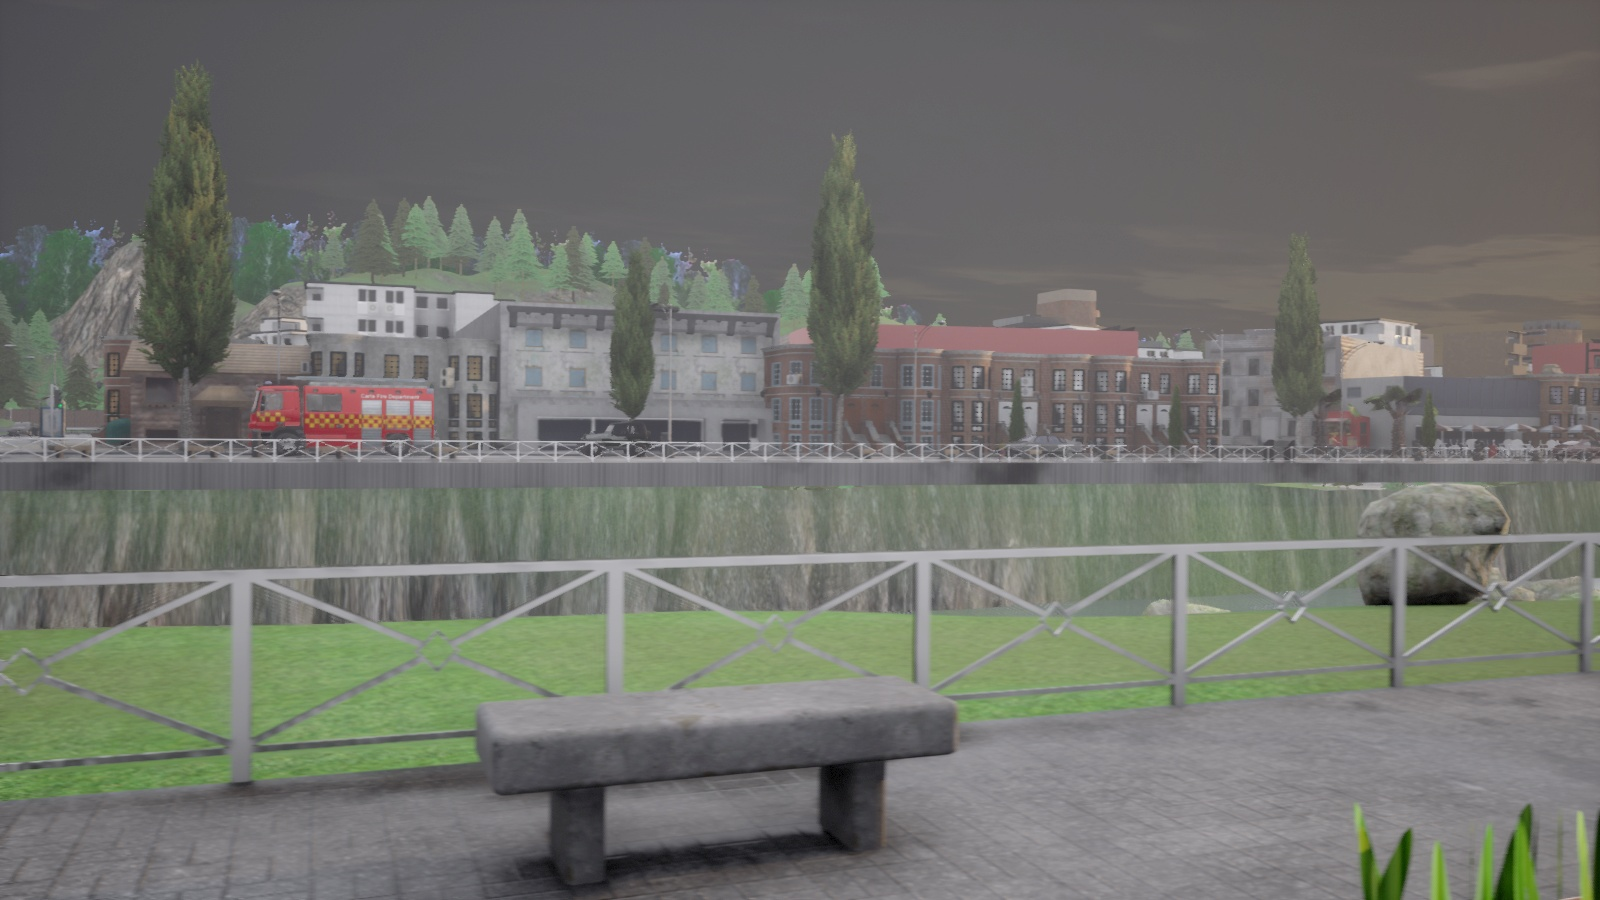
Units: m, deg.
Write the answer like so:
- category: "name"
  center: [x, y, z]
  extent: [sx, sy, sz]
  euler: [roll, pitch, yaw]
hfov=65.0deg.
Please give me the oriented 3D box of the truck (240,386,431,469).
- category: "truck"
  center: [-22.510, -1.118, 61.152]
  extent: [8.468, 3.827, 2.891]
  euler: [-1, 1, -21]

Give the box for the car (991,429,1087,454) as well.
- category: "car"
  center: [14.327, -0.534, 75.164]
  extent: [5.357, 1.411, 2.033]
  euler: [-1, 1, -21]

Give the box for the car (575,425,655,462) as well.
- category: "car"
  center: [-9.732, -0.376, 66.019]
  extent: [3.866, 1.878, 1.905]
  euler: [-1, 1, -21]
